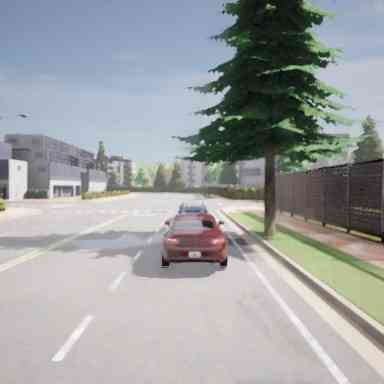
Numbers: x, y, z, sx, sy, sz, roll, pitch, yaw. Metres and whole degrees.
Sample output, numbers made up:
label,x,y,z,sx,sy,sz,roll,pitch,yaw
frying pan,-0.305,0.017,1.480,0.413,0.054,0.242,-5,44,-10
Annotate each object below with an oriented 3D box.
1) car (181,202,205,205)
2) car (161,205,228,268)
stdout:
label,x,y,z,sx,sy,sz,roll,pitch,yaw
car,0.056,1.267,21.620,1.895,1.301,4.718,0,1,0
car,0.074,1.362,10.550,1.812,1.442,4.674,0,1,0
